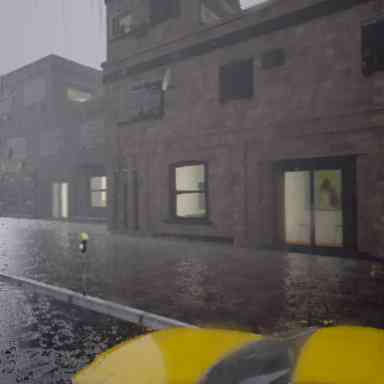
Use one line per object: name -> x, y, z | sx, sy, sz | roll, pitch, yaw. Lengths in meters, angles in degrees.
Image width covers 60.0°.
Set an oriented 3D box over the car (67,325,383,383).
car -> 1.093, 1.526, 2.108 | 4.829, 1.417, 1.752 | 0, -1, 35
